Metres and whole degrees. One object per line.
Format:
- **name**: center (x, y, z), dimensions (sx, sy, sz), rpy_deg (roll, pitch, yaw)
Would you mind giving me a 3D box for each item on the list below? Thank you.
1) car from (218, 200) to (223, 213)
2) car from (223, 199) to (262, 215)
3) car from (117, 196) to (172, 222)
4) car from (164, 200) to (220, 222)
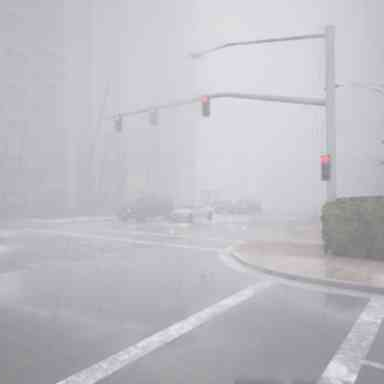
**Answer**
- **car**: center (3.099, 1.698, 37.939), dimensions (1.837, 1.490, 4.892), rpy_deg (-1, -1, 37)
- **car**: center (5.723, 1.506, 35.602), dimensions (2.097, 1.767, 4.553), rpy_deg (-1, 0, 37)
- **car**: center (-3.805, 1.419, 28.608), dimensions (2.150, 2.045, 5.566), rpy_deg (-1, 0, 36)
- **car**: center (0.093, 1.685, 27.958), dimensions (1.812, 1.442, 4.674), rpy_deg (-1, 0, 36)
